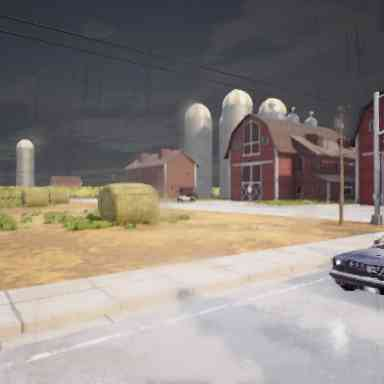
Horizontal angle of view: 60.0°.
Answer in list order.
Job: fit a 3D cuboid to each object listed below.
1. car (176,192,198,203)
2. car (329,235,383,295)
[{"bbox_3d":[-0.797,0.935,59.881,3.866,1.878,1.905,-2,6,11],"label":"car"},{"bbox_3d":[5.251,1.555,7.647,4.718,1.301,1.895,0,0,-35],"label":"car"}]
